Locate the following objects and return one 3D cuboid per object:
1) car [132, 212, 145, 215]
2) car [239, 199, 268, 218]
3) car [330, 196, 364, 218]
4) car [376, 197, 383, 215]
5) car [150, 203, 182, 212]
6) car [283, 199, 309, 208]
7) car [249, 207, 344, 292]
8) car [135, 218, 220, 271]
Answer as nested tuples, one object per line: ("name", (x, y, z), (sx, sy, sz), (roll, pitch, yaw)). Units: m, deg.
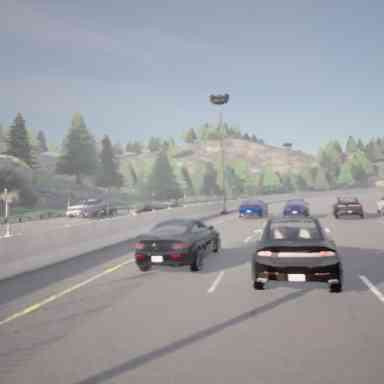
("car", (-5.685, 1.937, 39.218), (1.812, 1.442, 4.674), (-3, 0, 23))
("car", (5.353, 1.348, 28.662), (1.882, 1.535, 5.008), (-3, 0, 21))
("car", (11.227, 1.080, 24.240), (2.128, 1.511, 4.902), (-3, 0, 20))
("car", (15.368, 0.930, 25.365), (1.812, 1.442, 4.674), (-3, 0, 21))
("car", (-2.731, 1.871, 37.229), (1.895, 1.301, 4.718), (-3, 0, 23))
("car", (8.163, 1.259, 26.066), (1.812, 1.442, 4.674), (-3, 0, 20))
("car", (2.639, 1.407, 8.715), (2.128, 1.511, 4.902), (-3, 0, 15))
("car", (-0.323, 1.584, 11.034), (1.812, 1.442, 4.674), (-3, 0, 16))
